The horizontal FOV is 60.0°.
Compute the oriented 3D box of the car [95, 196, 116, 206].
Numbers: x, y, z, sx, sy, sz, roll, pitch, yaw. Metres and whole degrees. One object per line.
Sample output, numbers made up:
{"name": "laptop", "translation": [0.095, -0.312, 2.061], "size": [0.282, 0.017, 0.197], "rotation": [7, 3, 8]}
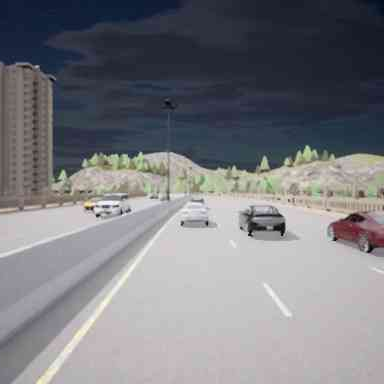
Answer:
{"name": "car", "translation": [-13.215, 1.348, 51.103], "size": [1.837, 1.490, 4.892], "rotation": [0, 0, 2]}

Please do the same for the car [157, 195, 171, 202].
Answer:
{"name": "car", "translation": [-5.589, 1.308, 70.440], "size": [1.812, 1.442, 4.674], "rotation": [0, 0, 2]}

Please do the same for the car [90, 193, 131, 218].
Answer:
{"name": "car", "translation": [-6.867, 1.132, 29.432], "size": [2.150, 2.045, 5.566], "rotation": [0, 0, 1]}

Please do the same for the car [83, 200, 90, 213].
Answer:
{"name": "car", "translation": [-10.182, 1.368, 35.882], "size": [1.882, 1.535, 5.008], "rotation": [0, 0, 2]}

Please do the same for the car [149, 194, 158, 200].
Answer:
{"name": "car", "translation": [-8.846, 1.172, 78.898], "size": [2.033, 1.411, 5.357], "rotation": [0, 0, 2]}

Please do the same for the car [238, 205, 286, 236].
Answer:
{"name": "car", "translation": [3.634, 1.437, 17.852], "size": [2.128, 1.511, 4.902], "rotation": [0, 0, 0]}

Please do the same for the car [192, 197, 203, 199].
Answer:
{"name": "car", "translation": [0.669, 1.365, 41.175], "size": [2.128, 1.511, 4.902], "rotation": [0, 0, 2]}

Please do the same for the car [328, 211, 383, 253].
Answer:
{"name": "car", "translation": [7.107, 1.485, 13.292], "size": [1.812, 1.442, 4.674], "rotation": [0, 0, 0]}

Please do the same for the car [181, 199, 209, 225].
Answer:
{"name": "car", "translation": [0.207, 1.455, 23.157], "size": [1.812, 1.442, 4.674], "rotation": [0, 0, 1]}
